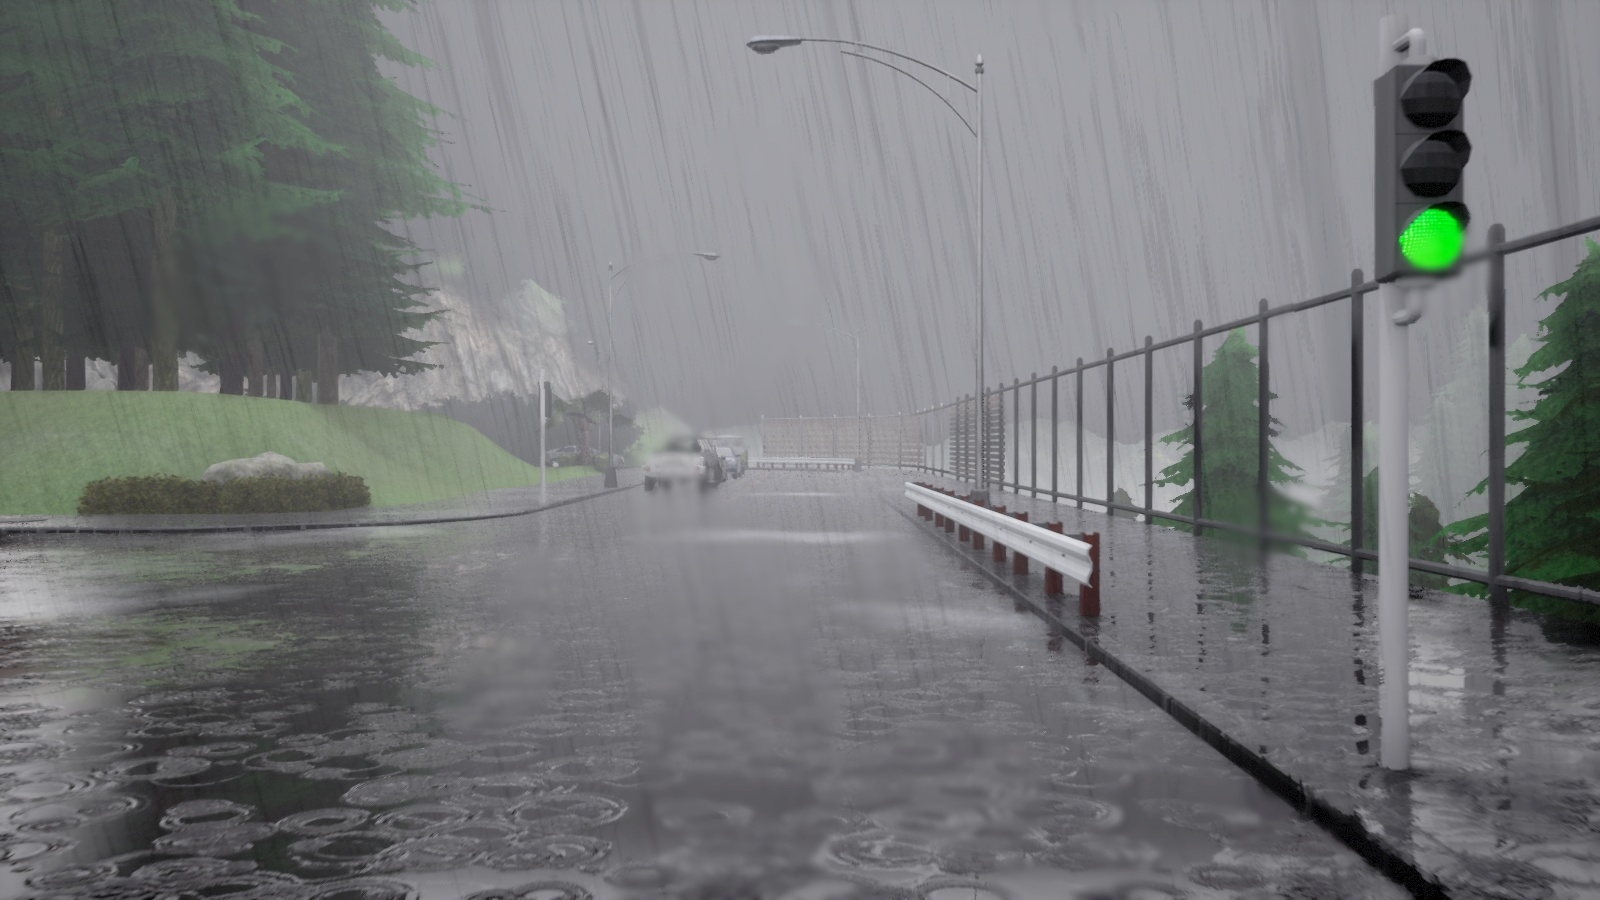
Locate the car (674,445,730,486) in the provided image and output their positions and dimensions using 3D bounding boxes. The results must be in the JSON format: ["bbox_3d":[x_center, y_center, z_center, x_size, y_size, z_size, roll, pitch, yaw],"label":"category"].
[{"bbox_3d":[-3.726,0.569,48.399,1.845,1.501,3.633,0,0,0],"label":"car"}]

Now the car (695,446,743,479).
[{"bbox_3d":[-3.653,0.547,57.266,1.812,1.442,4.674,0,0,1],"label":"car"}]

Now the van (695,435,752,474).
[{"bbox_3d":[-4.117,0.237,66.840,1.775,1.987,4.442,0,0,-21],"label":"van"}]

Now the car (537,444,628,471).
[{"bbox_3d":[-12.606,0.410,72.841,4.902,1.511,2.128,0,0,0],"label":"car"}]

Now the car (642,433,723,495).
[{"bbox_3d":[-3.678,0.404,40.163,1.932,1.855,4.605,0,0,3],"label":"car"}]
